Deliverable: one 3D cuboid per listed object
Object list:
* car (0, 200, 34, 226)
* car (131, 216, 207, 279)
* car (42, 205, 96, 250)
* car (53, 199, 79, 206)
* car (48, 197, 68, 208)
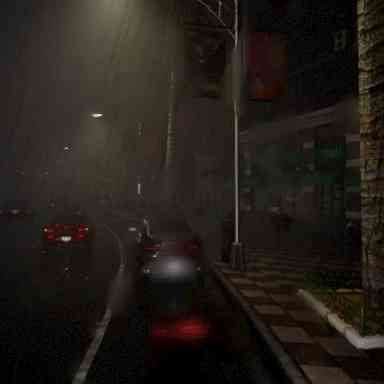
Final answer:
[{"bbox_3d":[-12.370,1.340,23.547,2.097,1.767,4.553,0,0,-24],"label":"car"},{"bbox_3d":[-0.838,1.502,10.176,1.837,1.490,4.892,0,0,-10],"label":"car"},{"bbox_3d":[-5.166,1.520,14.269,1.812,1.442,4.674,0,0,-15],"label":"car"},{"bbox_3d":[-9.186,1.516,25.010,1.812,1.442,4.674,0,0,-25],"label":"car"},{"bbox_3d":[-13.570,1.338,34.215,2.097,1.767,4.553,0,0,-25],"label":"car"}]
